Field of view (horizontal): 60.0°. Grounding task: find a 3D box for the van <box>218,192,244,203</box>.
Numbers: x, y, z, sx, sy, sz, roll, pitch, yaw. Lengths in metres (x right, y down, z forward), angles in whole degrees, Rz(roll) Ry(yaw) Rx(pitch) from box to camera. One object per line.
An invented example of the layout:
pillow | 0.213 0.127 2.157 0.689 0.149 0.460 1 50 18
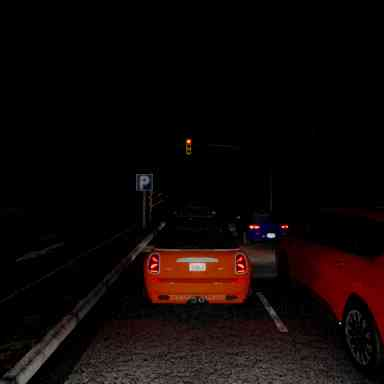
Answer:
van | 7.157 1.037 62.955 4.442 1.987 1.878 1 0 -14

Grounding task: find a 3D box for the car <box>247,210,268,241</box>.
car | 3.132 1.548 15.382 1.812 1.442 4.674 0 0 0

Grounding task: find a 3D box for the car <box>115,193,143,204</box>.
car | -11.565 1.353 60.322 4.792 1.488 2.163 -1 0 -15

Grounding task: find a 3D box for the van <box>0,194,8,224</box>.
van | -13.640 1.294 19.534 4.442 1.987 1.878 -1 0 -20

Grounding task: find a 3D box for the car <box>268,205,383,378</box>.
car | 3.099 1.229 5.688 2.150 2.045 5.566 0 0 -1

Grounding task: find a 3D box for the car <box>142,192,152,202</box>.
car | -10.927 1.310 63.316 5.366 1.575 1.946 -1 0 -15

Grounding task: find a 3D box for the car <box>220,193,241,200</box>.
car | 9.295 1.122 80.629 4.553 1.767 2.185 1 0 -12

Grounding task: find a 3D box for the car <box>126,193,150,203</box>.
car | -10.839 1.190 66.268 4.553 1.767 2.185 -1 0 -14

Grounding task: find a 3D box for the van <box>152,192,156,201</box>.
van | -10.380 1.087 69.309 4.442 1.987 1.878 -1 0 -14

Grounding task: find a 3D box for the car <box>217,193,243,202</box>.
car | 7.534 1.136 65.925 4.553 1.767 2.185 1 0 -14

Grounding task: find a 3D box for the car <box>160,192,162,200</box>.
car | -9.792 1.353 75.276 4.674 1.452 2.002 -1 0 -13

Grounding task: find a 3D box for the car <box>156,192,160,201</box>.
car | -10.158 1.315 72.280 4.892 1.521 2.231 -1 0 -14

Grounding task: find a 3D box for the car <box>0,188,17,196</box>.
car | -28.267 0.132 51.156 2.002 1.452 4.674 6 -3 -20

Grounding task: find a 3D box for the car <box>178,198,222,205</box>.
car | 0.142 1.377 16.723 2.097 1.767 4.553 0 0 0

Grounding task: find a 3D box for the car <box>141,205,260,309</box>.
car | 0.101 1.363 8.077 2.097 1.767 4.553 0 0 0

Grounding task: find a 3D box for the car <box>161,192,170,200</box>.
car | -8.623 1.350 84.262 4.674 1.452 2.002 -1 0 -12

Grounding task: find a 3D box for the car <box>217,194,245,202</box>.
car | 8.064 1.258 68.920 5.366 1.575 1.946 1 0 -13

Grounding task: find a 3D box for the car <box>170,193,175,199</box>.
car | -8.179 1.058 87.270 5.566 2.045 2.435 -1 0 -12

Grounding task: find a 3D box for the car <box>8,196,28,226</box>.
car | -13.671 1.400 22.511 4.553 1.767 2.185 -1 0 -19
